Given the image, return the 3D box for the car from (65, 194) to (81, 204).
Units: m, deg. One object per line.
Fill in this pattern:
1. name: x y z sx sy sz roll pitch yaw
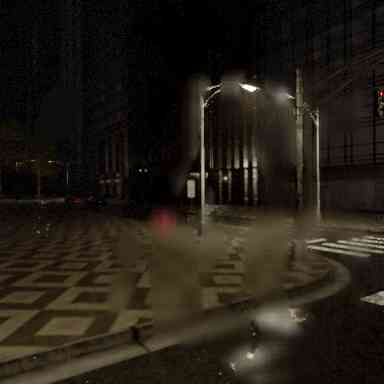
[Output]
1. car: -18.882 1.071 53.335 1.882 1.535 5.008 -1 1 -36

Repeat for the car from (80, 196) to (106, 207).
1. car: -13.319 1.236 45.686 1.994 1.385 4.181 -1 1 -35
